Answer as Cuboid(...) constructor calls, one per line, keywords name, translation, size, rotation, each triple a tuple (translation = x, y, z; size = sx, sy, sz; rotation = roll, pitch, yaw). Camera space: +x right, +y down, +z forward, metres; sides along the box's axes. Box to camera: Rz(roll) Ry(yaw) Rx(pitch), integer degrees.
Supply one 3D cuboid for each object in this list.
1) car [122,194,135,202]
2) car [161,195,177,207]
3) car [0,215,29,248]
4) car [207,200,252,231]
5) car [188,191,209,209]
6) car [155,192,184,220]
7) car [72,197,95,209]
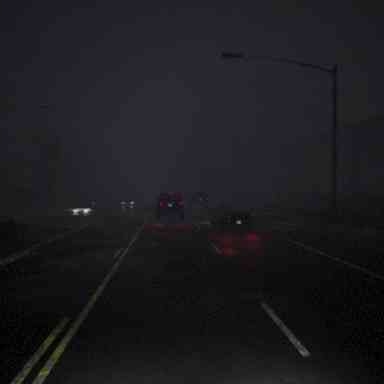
Cuboid(name="car", translation=(-11.423, 1.033, 60.615), size=(1.812, 1.442, 4.674), rotation=(0, 1, -4))
Cuboid(name="car", translation=(-3.253, 1.162, 46.563), size=(2.128, 1.511, 4.902), rotation=(0, 1, -4))
Cuboid(name="car", translation=(-7.919, 1.574, 12.300), size=(1.895, 1.301, 4.718), rotation=(0, 0, -4))
Cuboid(name="car", translation=(2.264, 1.382, 19.602), size=(1.812, 1.442, 4.674), rotation=(0, 0, -4))
Cuboid(name="car", translation=(0.767, 0.944, 39.685), size=(2.150, 2.045, 5.566), rotation=(0, 0, -4))
Cuboid(name="car", translation=(-1.792, 1.057, 26.933), size=(2.150, 2.045, 5.566), rotation=(0, 0, -4))
Cuboid(name="car", translation=(-13.611, 1.359, 41.866), size=(1.994, 1.385, 4.181), rotation=(0, 1, -4))
